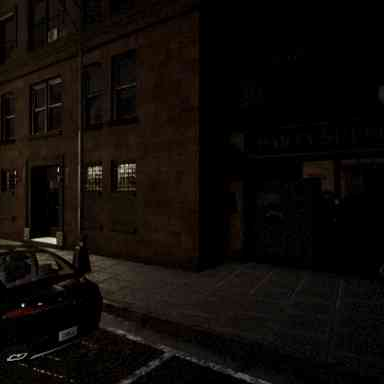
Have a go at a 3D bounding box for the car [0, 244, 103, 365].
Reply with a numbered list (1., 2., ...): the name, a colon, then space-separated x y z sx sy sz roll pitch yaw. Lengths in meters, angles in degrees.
1. car: -3.334 1.551 5.470 4.403 1.369 2.008 0 0 36
